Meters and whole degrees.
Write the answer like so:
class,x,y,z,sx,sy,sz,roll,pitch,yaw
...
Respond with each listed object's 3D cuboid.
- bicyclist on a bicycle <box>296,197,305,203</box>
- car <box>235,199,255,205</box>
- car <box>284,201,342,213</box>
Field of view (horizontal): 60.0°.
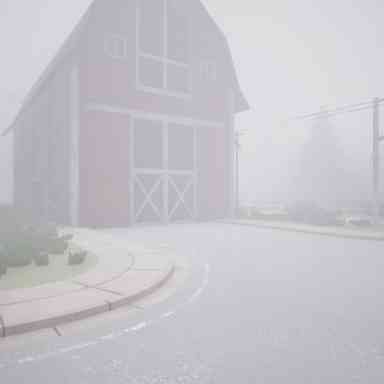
class,x,y,z,sx,sy,sz,roll,pitch,yaw
bicyclist on a bicycle,13.275,1.322,40.233,1.656,1.620,0.582,46,-25,-24
car,5.520,1.552,38.492,1.812,1.442,4.674,0,0,-34
car,10.951,1.574,30.610,2.033,1.411,5.357,0,0,-35
